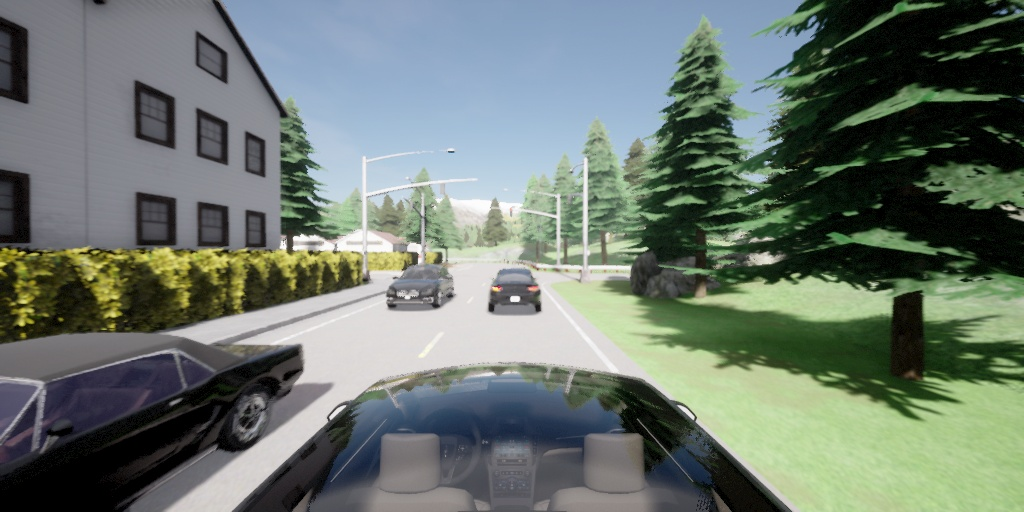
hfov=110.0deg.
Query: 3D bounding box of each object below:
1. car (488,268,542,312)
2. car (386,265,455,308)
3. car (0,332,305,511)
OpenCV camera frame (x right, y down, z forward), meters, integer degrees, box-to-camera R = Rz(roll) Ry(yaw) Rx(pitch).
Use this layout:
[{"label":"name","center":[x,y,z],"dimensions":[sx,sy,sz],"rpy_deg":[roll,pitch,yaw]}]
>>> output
[{"label":"car","center":[0.094,1.157,13.470],"dimensions":[1.812,1.442,4.674],"rpy_deg":[0,1,0]},{"label":"car","center":[-3.506,1.126,14.454],"dimensions":[1.837,1.490,4.892],"rpy_deg":[0,1,0]},{"label":"car","center":[-3.586,1.344,2.360],"dimensions":[1.895,1.301,4.718],"rpy_deg":[0,1,0]}]
